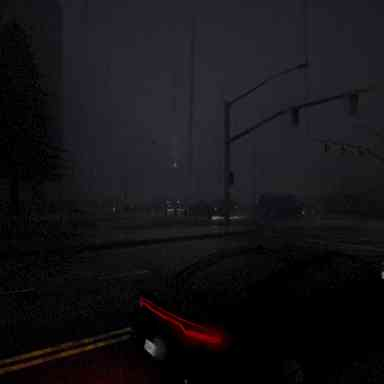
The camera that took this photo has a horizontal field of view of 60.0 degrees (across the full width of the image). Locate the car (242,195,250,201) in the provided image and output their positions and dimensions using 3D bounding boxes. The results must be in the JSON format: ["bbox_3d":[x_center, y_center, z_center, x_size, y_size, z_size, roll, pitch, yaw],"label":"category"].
[{"bbox_3d":[12.227,1.378,78.856,1.970,1.475,3.806,0,0,-35],"label":"car"}]

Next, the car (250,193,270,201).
[{"bbox_3d":[16.743,1.134,82.130,1.932,1.855,4.605,0,0,-35],"label":"car"}]

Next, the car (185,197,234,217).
[{"bbox_3d":[1.511,1.519,31.826,1.812,1.442,4.674,0,0,-36],"label":"car"}]

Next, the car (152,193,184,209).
[{"bbox_3d":[-3.488,1.344,44.778,2.097,1.767,4.553,0,0,-36],"label":"car"}]

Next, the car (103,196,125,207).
[{"bbox_3d":[-11.694,1.346,50.249,2.097,1.767,4.553,0,0,-35],"label":"car"}]

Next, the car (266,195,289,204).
[{"bbox_3d":[16.282,1.379,63.207,1.970,1.475,3.806,0,0,-35],"label":"car"}]

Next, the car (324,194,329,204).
[{"bbox_3d":[29.998,1.132,73.077,1.932,1.855,4.605,0,0,-35],"label":"car"}]

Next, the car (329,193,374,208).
[{"bbox_3d":[21.815,1.139,45.773,1.932,1.855,4.605,0,0,-35],"label":"car"}]

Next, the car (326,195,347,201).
[{"bbox_3d":[32.395,1.341,74.704,1.784,1.438,3.905,0,0,-35],"label":"car"}]

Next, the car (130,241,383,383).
[{"bbox_3d":[1.587,1.476,4.927,5.008,1.535,1.882,0,0,-35],"label":"car"}]

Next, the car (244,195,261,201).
[{"bbox_3d":[14.586,1.345,80.534,1.784,1.438,3.905,0,0,-35],"label":"car"}]

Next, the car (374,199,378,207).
[{"bbox_3d":[24.205,1.141,47.406,1.905,1.878,3.866,0,0,-35],"label":"car"}]

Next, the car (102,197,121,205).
[{"bbox_3d":[-14.645,1.573,60.505,1.994,1.385,4.181,0,0,-36],"label":"car"}]

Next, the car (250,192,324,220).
[{"bbox_3d":[8.048,1.216,28.690,2.150,2.045,5.566,0,0,-36],"label":"car"}]

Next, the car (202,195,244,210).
[{"bbox_3d":[3.708,1.496,41.068,1.837,1.490,4.892,0,0,-36],"label":"car"}]
